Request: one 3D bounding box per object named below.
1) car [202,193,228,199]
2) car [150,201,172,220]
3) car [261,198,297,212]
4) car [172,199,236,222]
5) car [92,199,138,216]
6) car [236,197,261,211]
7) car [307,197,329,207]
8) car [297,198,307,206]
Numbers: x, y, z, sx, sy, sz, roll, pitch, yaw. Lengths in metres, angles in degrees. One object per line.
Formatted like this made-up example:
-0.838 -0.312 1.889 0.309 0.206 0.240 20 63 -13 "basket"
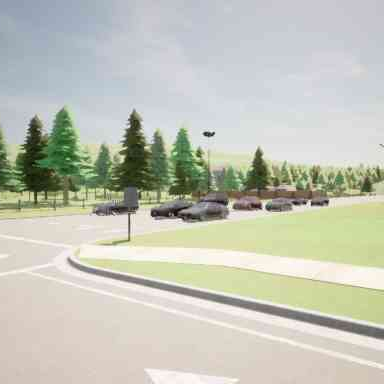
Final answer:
3.085 1.224 46.969 2.150 2.045 5.566 0 0 38 "car"
-1.521 1.477 28.896 1.882 1.535 5.008 0 0 36 "car"
10.317 1.505 39.112 1.837 1.490 4.892 0 0 36 "car"
1.073 1.547 26.517 2.033 1.411 5.357 0 0 36 "car"
-7.486 1.491 32.600 2.128 1.511 4.902 0 0 36 "car"
6.703 1.352 40.103 2.097 1.767 4.553 0 0 36 "car"
20.207 1.488 52.448 1.882 1.535 5.008 0 0 36 "car"
17.401 1.666 54.539 1.895 1.301 4.718 0 0 36 "car"
